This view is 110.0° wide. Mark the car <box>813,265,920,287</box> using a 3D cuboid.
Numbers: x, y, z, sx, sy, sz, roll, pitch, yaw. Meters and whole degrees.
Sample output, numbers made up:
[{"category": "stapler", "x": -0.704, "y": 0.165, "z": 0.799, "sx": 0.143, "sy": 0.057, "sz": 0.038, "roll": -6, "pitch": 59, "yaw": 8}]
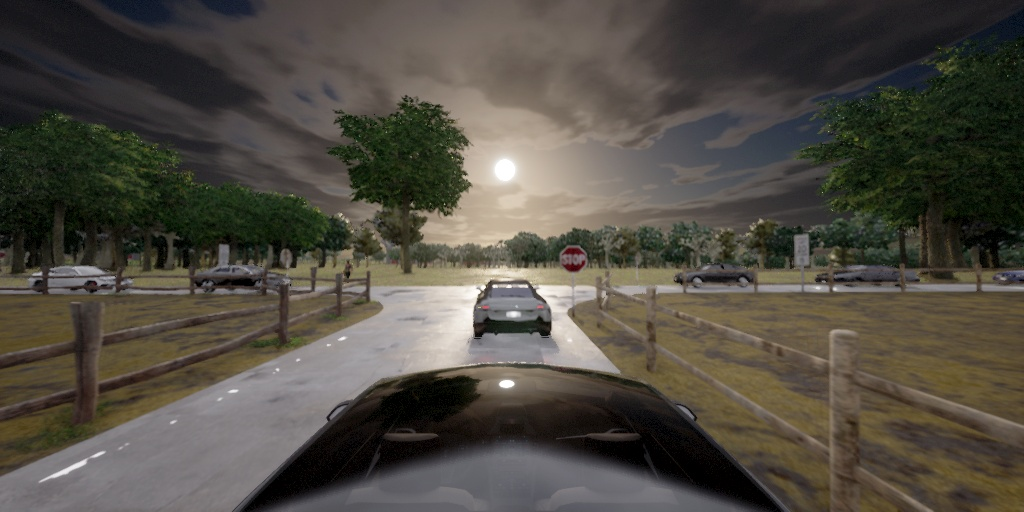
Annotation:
[{"category": "car", "x": 22.945, "y": 1.260, "z": 23.294, "sx": 5.357, "sy": 1.411, "sz": 2.033, "roll": 0, "pitch": -2, "yaw": 2}]

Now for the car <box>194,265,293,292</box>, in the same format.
[{"category": "car", "x": -15.250, "y": 1.265, "z": 20.526, "sx": 4.902, "sy": 1.511, "sz": 2.128, "roll": 0, "pitch": -2, "yaw": 0}]

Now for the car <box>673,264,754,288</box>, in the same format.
[{"category": "car", "x": 13.115, "y": 1.268, "z": 23.448, "sx": 4.892, "sy": 1.490, "sz": 1.837, "roll": 0, "pitch": -2, "yaw": 1}]

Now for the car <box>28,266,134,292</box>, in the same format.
[{"category": "car", "x": -24.594, "y": 1.296, "z": 20.517, "sx": 4.674, "sy": 1.442, "sz": 1.812, "roll": 0, "pitch": -2, "yaw": 0}]

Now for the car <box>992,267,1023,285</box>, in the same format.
[{"category": "car", "x": 33.415, "y": 1.167, "z": 22.401, "sx": 4.674, "sy": 1.442, "sz": 1.812, "roll": -1, "pitch": -2, "yaw": 8}]

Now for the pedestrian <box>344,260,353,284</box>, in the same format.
[{"category": "pedestrian", "x": -12.135, "y": 1.192, "z": 26.508, "sx": 0.375, "sy": 1.860, "sz": 0.375, "roll": 0, "pitch": -1, "yaw": 0}]

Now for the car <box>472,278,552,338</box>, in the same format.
[{"category": "car", "x": -0.102, "y": 1.332, "z": 10.329, "sx": 1.994, "sy": 1.385, "sz": 4.181, "roll": 0, "pitch": 0, "yaw": -4}]
